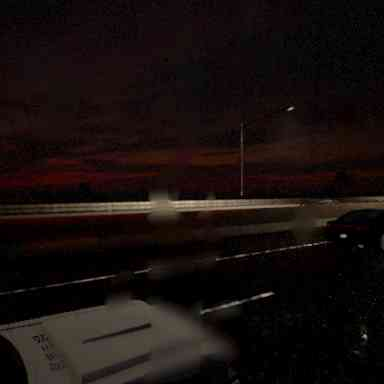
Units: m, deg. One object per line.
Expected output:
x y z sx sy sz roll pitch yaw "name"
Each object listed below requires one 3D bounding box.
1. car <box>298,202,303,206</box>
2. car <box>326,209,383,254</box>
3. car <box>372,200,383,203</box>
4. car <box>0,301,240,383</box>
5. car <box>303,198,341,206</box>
15.361 1.464 41.152 5.357 1.411 2.033 0 0 -36 "car"
7.506 1.447 13.553 5.008 1.535 1.882 0 0 -36 "car"
20.632 1.513 36.328 4.718 1.301 1.895 0 0 -36 "car"
-1.903 1.601 2.382 4.718 1.301 1.895 0 0 -36 "car"
14.676 1.526 36.327 4.718 1.301 1.895 0 0 -36 "car"
